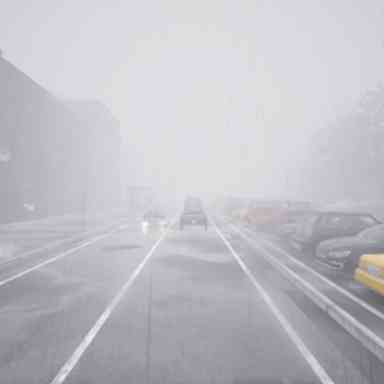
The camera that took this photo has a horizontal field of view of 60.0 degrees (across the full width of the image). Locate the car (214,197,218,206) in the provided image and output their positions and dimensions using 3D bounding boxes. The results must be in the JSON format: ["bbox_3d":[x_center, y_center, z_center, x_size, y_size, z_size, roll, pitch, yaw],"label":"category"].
[{"bbox_3d":[6.324,1.944,51.434,5.008,1.535,2.097,0,0,0],"label":"car"}]

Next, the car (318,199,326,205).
[{"bbox_3d":[19.377,1.924,43.063,4.674,1.452,2.002,0,0,0],"label":"car"}]

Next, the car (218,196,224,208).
[{"bbox_3d":[6.275,1.780,45.994,4.553,1.767,2.185,0,0,0],"label":"car"}]

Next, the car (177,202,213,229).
[{"bbox_3d":[0.113,1.706,23.329,2.128,1.511,4.902,0,-1,0],"label":"car"}]

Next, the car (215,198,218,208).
[{"bbox_3d":[6.503,1.921,48.650,5.366,1.575,1.946,0,0,0],"label":"car"}]

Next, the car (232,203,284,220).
[{"bbox_3d":[6.250,1.843,31.951,4.674,1.452,2.002,0,0,0],"label":"car"}]

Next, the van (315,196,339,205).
[{"bbox_3d":[19.281,1.697,48.635,4.442,1.987,1.878,0,0,0],"label":"van"}]

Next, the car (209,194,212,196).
[{"bbox_3d":[6.442,1.851,70.938,4.553,1.767,2.185,0,0,0],"label":"car"}]

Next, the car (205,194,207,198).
[{"bbox_3d":[6.452,1.719,87.663,4.792,1.488,2.163,0,1,0],"label":"car"}]

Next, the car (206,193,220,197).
[{"bbox_3d":[6.426,1.694,82.079,4.553,1.767,2.185,0,1,0],"label":"car"}]

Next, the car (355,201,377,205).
[{"bbox_3d":[19.299,1.550,31.925,5.566,2.045,2.435,0,0,0],"label":"car"}]

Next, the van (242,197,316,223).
[{"bbox_3d":[6.096,1.511,23.667,4.442,1.987,1.878,0,0,0],"label":"van"}]

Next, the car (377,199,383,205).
[{"bbox_3d":[19.285,1.654,29.140,4.553,1.767,2.185,0,0,0],"label":"car"}]

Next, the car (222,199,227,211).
[{"bbox_3d":[6.276,1.844,37.518,5.008,1.535,2.097,0,0,0],"label":"car"}]

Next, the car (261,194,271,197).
[{"bbox_3d":[19.520,1.870,79.291,4.892,1.521,2.231,0,1,0],"label":"car"}]

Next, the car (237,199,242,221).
[{"bbox_3d":[6.193,1.633,26.386,4.553,1.767,2.185,0,0,0],"label":"car"}]

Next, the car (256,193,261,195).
[{"bbox_3d":[19.544,1.752,84.997,5.008,1.535,2.097,0,1,0],"label":"car"}]

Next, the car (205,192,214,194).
[{"bbox_3d":[6.486,1.608,90.440,4.892,1.521,2.231,0,2,0],"label":"car"}]

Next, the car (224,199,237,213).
[{"bbox_3d":[6.254,1.824,34.735,5.008,1.535,2.097,0,0,0],"label":"car"}]

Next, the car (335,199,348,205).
[{"bbox_3d":[19.357,1.844,37.493,4.892,1.521,2.231,0,0,0],"label":"car"}]

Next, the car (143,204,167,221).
[{"bbox_3d":[-3.337,1.798,30.341,1.812,1.442,4.674,0,0,0],"label":"car"}]

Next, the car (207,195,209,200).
[{"bbox_3d":[6.463,1.945,76.507,4.792,1.488,2.163,0,1,0],"label":"car"}]

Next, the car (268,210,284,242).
[{"bbox_3d":[6.180,1.705,15.252,4.674,1.452,2.002,0,0,0],"label":"car"}]

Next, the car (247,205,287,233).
[{"bbox_3d":[6.172,1.743,20.818,4.792,1.488,2.163,0,0,0],"label":"car"}]

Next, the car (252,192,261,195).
[{"bbox_3d":[19.758,1.601,90.442,5.366,1.575,1.946,0,2,0],"label":"car"}]

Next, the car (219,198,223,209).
[{"bbox_3d":[6.301,1.887,43.085,4.892,1.521,2.231,0,0,0],"label":"car"}]

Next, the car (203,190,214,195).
[{"bbox_3d":[6.532,1.263,93.219,5.566,2.045,2.435,0,2,0],"label":"car"}]

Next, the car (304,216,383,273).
[{"bbox_3d":[6.161,1.617,9.685,4.892,1.521,2.231,0,-1,0],"label":"car"}]

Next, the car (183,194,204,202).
[{"bbox_3d":[0.099,1.571,40.981,2.150,2.045,5.566,0,-1,0],"label":"car"}]

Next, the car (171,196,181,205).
[{"bbox_3d":[-3.345,1.746,71.029,2.097,1.767,4.553,0,0,0],"label":"car"}]

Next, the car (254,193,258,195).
[{"bbox_3d":[19.532,1.712,87.789,4.792,1.488,2.163,0,2,0],"label":"car"}]

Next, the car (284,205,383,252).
[{"bbox_3d":[6.135,1.516,12.471,4.553,1.767,2.185,0,-1,0],"label":"car"}]

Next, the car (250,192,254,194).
[{"bbox_3d":[19.769,1.507,93.235,5.366,1.575,1.946,0,2,0],"label":"car"}]

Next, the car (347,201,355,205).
[{"bbox_3d":[19.368,1.852,34.710,4.792,1.488,2.163,0,0,0],"label":"car"}]

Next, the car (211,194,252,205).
[{"bbox_3d":[6.369,1.712,54.219,5.566,2.045,2.435,0,0,0],"label":"car"}]

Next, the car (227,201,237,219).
[{"bbox_3d":[6.051,1.778,29.169,5.366,1.575,1.946,0,0,0],"label":"car"}]

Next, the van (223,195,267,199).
[{"bbox_3d":[6.399,1.639,40.303,4.442,1.987,1.878,0,0,0],"label":"van"}]

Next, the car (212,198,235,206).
[{"bbox_3d":[6.402,2.034,68.152,4.674,1.452,2.002,0,0,0],"label":"car"}]

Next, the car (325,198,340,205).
[{"bbox_3d":[19.368,1.863,40.278,5.008,1.535,2.097,0,0,0],"label":"car"}]

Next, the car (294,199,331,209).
[{"bbox_3d":[19.606,1.959,54.202,5.366,1.575,1.946,0,0,0],"label":"car"}]

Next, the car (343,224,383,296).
[{"bbox_3d":[6.328,1.587,6.901,5.366,1.575,1.946,0,-1,0],"label":"car"}]
